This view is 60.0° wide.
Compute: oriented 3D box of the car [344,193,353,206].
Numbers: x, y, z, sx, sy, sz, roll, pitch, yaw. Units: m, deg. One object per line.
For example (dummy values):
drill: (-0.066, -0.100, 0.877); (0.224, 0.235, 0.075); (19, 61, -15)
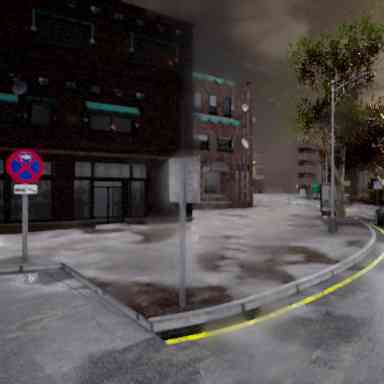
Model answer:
car: (17.315, 0.815, 39.960); (2.128, 1.511, 4.902); (0, 1, -6)

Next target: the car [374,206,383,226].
car: (11.796, 1.403, 18.908); (2.033, 1.411, 5.357); (0, 1, 19)
